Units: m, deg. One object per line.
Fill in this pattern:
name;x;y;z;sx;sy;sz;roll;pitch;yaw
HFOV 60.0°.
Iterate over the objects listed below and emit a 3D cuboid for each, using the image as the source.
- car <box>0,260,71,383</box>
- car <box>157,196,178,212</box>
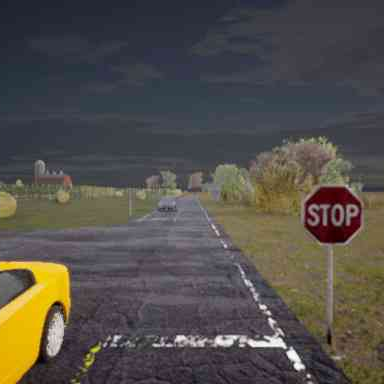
car;-2.749;1.475;2.995;1.882;1.535;5.008;0;0;0
car;-2.724;1.294;37.937;2.097;1.767;4.553;0;0;0
